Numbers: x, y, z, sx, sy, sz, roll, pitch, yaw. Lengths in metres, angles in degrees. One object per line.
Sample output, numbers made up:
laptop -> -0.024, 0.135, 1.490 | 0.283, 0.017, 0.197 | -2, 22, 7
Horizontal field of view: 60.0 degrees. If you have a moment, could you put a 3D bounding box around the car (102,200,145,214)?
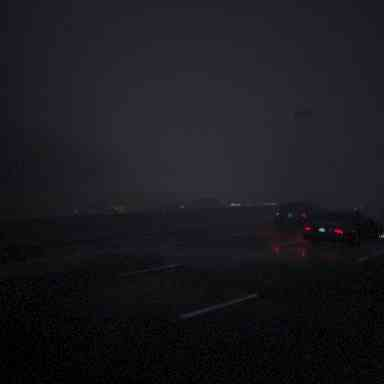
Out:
car -> -5.841, 1.517, 32.304 | 1.882, 1.535, 5.008 | 0, 0, 40

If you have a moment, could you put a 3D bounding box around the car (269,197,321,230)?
car -> 6.892, 1.344, 20.189 | 2.097, 1.767, 4.553 | 0, 0, 42

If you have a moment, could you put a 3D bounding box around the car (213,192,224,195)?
car -> 5.703, 1.027, 71.476 | 2.150, 2.045, 5.566 | 0, 0, 1

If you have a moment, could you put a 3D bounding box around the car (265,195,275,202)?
car -> 16.050, 1.351, 68.177 | 1.994, 1.385, 4.181 | 0, 0, 5

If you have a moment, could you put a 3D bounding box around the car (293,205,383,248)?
car -> 6.825, 1.536, 14.791 | 2.033, 1.411, 5.357 | 0, 0, 44

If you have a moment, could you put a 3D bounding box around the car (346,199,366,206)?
car -> 17.456, 1.494, 35.502 | 1.812, 1.442, 4.674 | 0, 0, 28

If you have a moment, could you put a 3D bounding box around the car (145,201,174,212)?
car -> -1.914, 1.553, 31.622 | 1.812, 1.442, 4.674 | 0, 0, 38

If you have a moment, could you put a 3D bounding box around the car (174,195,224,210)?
car -> 0.889, 1.369, 29.583 | 2.097, 1.767, 4.553 | 0, 0, 38

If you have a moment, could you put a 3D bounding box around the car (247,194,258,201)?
car -> 12.629, 1.224, 69.510 | 1.812, 1.442, 4.674 | 0, 0, 5

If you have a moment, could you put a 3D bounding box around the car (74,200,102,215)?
car -> -9.418, 1.543, 33.532 | 2.128, 1.511, 4.902 | 0, 0, 41
